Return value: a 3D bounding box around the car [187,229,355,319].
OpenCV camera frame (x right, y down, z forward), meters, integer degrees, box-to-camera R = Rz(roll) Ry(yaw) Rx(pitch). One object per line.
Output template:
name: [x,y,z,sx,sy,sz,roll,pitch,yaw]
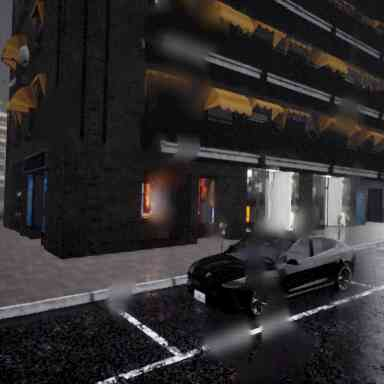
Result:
car: [1.928,1.570,7.441,4.313,1.339,1.947,0,2,-35]
